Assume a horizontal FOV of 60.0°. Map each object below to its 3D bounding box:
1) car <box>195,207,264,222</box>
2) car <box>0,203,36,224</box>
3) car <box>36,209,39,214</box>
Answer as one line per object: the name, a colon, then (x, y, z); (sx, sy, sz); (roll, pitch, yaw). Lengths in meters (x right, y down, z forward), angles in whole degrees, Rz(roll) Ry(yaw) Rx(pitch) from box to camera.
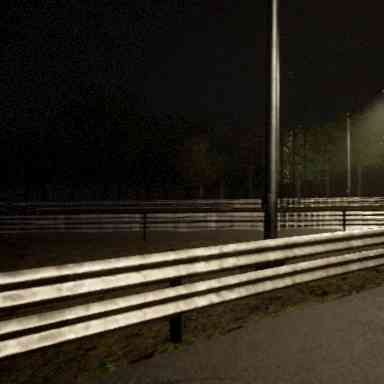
car: (2.513, 1.690, 22.481); (4.718, 1.301, 1.895); (-1, 1, 0)
car: (-15.208, 1.787, 26.019); (4.674, 1.442, 1.812); (-1, 1, 1)
car: (-16.165, 1.721, 29.532); (4.902, 1.511, 2.128); (-1, 1, 1)
